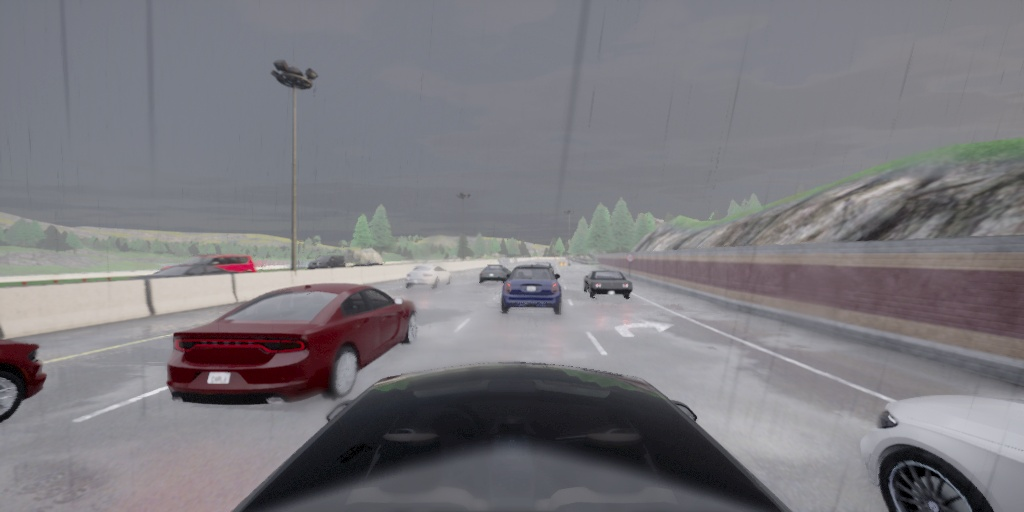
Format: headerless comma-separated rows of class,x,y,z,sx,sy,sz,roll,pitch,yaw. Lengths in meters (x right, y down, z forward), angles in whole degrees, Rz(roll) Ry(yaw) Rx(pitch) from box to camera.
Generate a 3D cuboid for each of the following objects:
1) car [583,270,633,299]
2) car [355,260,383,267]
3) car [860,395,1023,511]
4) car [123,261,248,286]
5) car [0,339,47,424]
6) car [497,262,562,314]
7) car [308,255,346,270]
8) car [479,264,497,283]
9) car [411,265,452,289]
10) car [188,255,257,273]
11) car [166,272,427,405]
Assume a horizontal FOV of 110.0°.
car,4.753,1.377,18.448,1.895,1.301,4.718,0,0,6
car,-19.927,1.237,50.161,1.895,1.301,4.718,0,0,7
car,3.668,1.286,0.832,1.812,1.442,4.674,0,0,0
car,-16.587,1.189,18.300,1.882,1.535,5.008,0,0,6
car,-6.811,1.207,2.384,1.882,1.535,5.008,0,0,0
car,0.823,1.113,14.084,2.097,1.767,4.553,0,0,5
car,-23.895,0.932,46.610,2.150,2.045,5.566,0,0,7
car,-1.249,1.328,27.689,1.994,1.385,4.181,0,0,6
car,-5.290,1.274,23.067,1.812,1.442,4.674,0,0,6
car,-19.559,0.928,23.409,2.150,2.045,5.566,0,0,7
car,-3.209,1.221,6.504,1.882,1.535,5.008,0,0,2
